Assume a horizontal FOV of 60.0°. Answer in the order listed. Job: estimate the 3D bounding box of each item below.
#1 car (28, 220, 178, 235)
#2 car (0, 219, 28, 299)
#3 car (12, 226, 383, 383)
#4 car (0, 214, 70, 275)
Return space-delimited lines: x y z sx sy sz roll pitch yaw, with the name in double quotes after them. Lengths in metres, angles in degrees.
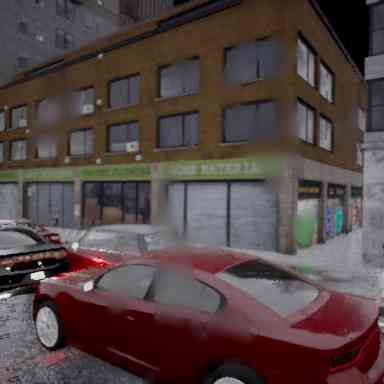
-1.879 1.490 8.046 4.097 1.590 1.967 0 0 36 "car"
-5.059 1.512 8.085 5.008 1.535 1.882 0 0 36 "car"
-0.223 1.511 4.534 5.008 1.535 1.882 0 0 36 "car"
-6.316 1.596 11.304 4.507 1.381 1.887 0 0 36 "car"
